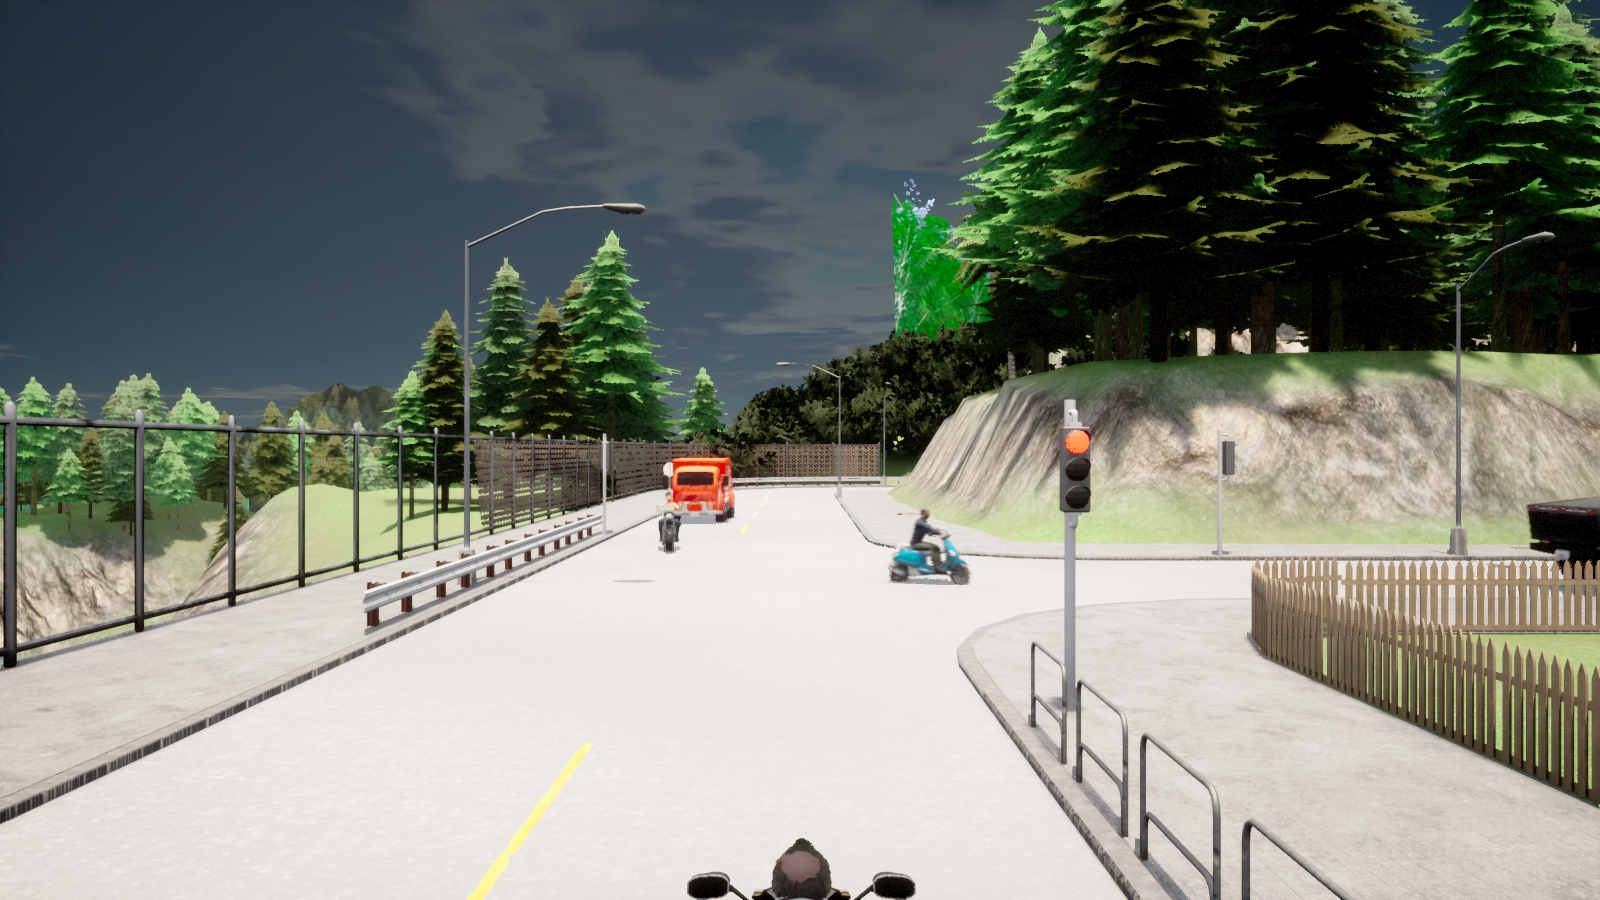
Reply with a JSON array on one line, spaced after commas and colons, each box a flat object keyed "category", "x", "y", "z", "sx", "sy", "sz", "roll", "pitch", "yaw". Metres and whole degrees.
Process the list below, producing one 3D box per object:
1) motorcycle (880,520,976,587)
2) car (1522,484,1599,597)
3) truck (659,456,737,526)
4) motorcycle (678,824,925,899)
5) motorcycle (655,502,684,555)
[{"category": "motorcycle", "x": 2.670, "y": 2.142, "z": 23.870, "sx": 1.805, "sy": 1.316, "sz": 0.856, "roll": 0, "pitch": -4, "yaw": 22}, {"category": "car", "x": 18.348, "y": 1.754, "z": 22.889, "sx": 6.274, "sy": 2.098, "sz": 2.390, "roll": 0, "pitch": 0, "yaw": 0}, {"category": "truck", "x": -3.958, "y": 1.552, "z": 45.466, "sx": 2.627, "sy": 2.467, "sz": 5.204, "roll": 0, "pitch": 1, "yaw": 0}, {"category": "motorcycle", "x": 0.004, "y": 2.205, "z": 3.723, "sx": 0.867, "sy": 1.251, "sz": 2.209, "roll": 0, "pitch": 0, "yaw": 0}, {"category": "motorcycle", "x": -3.638, "y": 2.155, "z": 31.736, "sx": 0.764, "sy": 1.307, "sz": 2.356, "roll": 0, "pitch": 0, "yaw": -7}]
